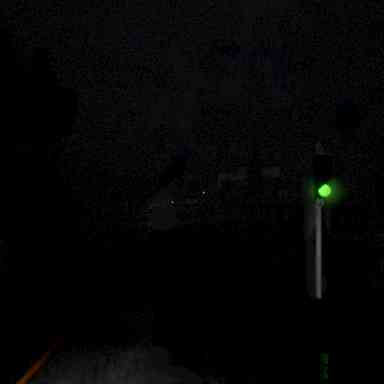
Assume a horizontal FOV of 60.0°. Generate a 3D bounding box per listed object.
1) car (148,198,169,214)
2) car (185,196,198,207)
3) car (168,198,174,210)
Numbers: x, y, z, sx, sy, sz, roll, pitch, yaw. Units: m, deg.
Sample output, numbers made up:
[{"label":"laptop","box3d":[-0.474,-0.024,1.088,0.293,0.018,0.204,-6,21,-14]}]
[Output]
[{"label":"car","box3d":[-4.106,1.824,40.350,1.812,1.442,4.674,0,0,0]},{"label":"car","box3d":[-0.026,1.681,62.185,2.150,2.045,5.566,0,0,0]},{"label":"car","box3d":[-4.108,1.891,49.397,1.812,1.442,4.674,0,0,0]}]
